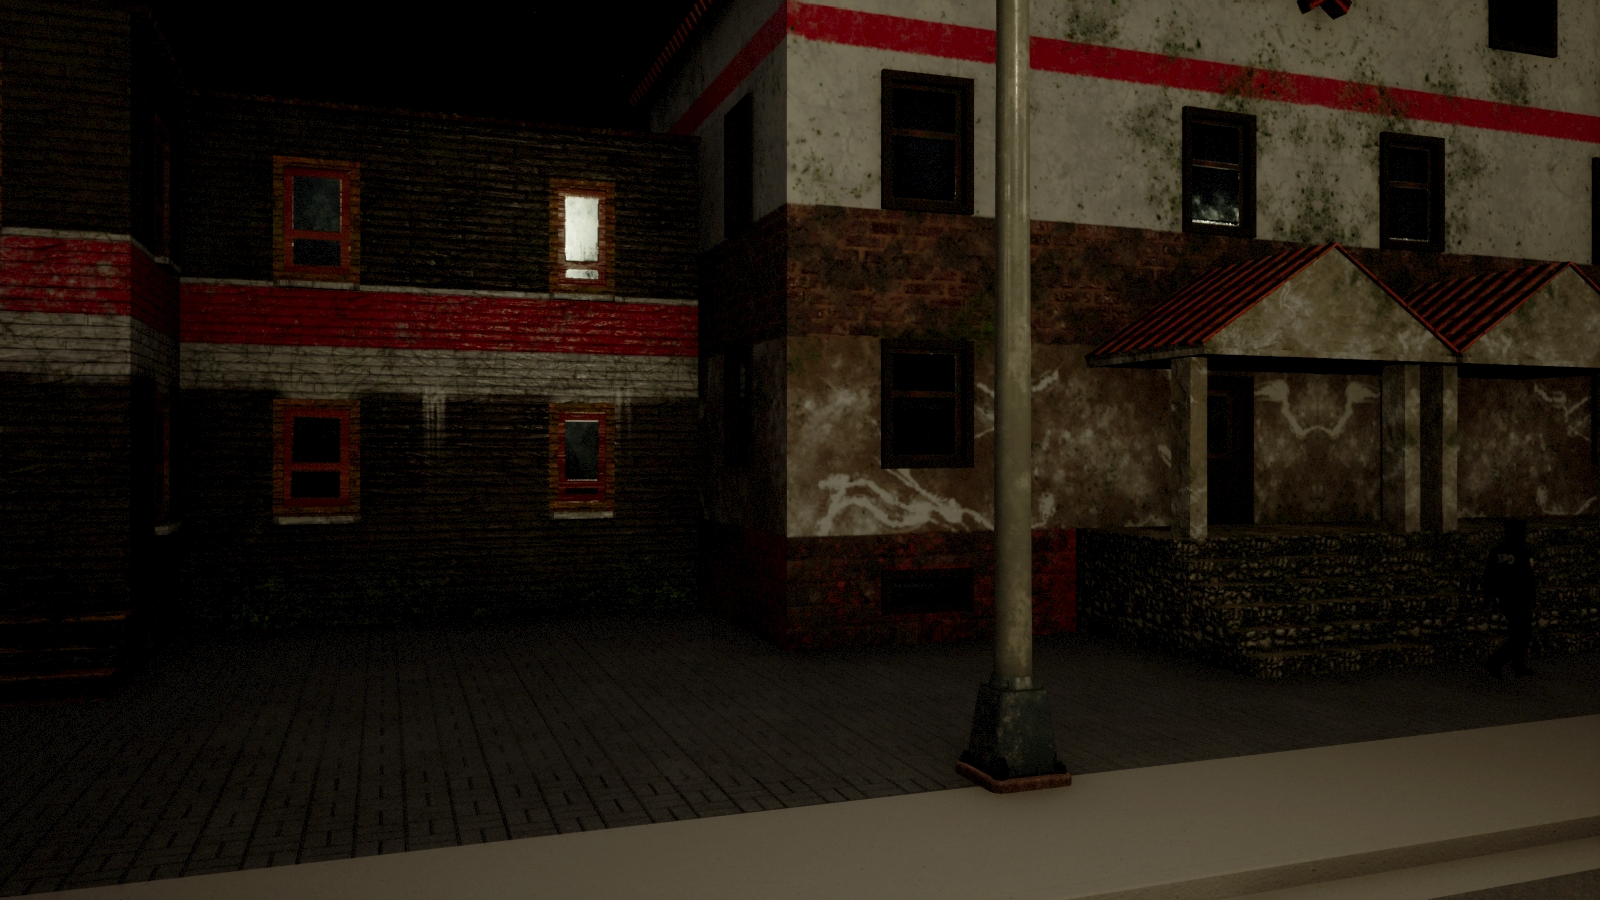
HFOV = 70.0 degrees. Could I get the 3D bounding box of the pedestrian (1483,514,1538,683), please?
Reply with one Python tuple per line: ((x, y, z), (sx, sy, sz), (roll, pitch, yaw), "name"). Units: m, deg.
((8.095, 1.673, 13.021), (0.375, 1.860, 0.375), (0, 0, -19), "pedestrian")
